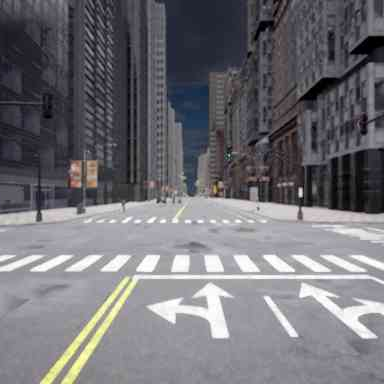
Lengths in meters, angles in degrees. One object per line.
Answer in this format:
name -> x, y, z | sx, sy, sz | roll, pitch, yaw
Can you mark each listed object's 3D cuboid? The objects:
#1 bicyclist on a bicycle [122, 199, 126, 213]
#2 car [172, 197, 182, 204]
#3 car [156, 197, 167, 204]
bicyclist on a bicycle -> -8.688, 1.728, 42.180 | 0.659, 1.776, 1.843 | 0, -1, 0
car -> -3.158, 1.753, 70.297 | 2.128, 1.511, 4.902 | 0, -1, 0
car -> -6.408, 1.706, 70.302 | 1.882, 1.535, 5.008 | 0, -1, 0
